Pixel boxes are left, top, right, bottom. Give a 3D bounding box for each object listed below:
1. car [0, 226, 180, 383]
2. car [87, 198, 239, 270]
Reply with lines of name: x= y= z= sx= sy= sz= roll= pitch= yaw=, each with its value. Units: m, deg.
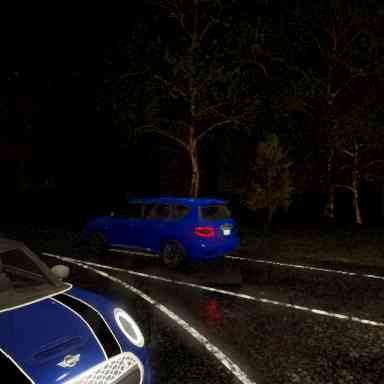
car: x=-2.619 y=1.338 z=3.748 sx=4.553 sy=1.767 sz=2.097 roll=1 pitch=0 yaw=35
car: x=-1.178 y=1.214 z=10.968 sx=5.566 sy=2.045 sz=2.150 roll=0 pitch=0 yaw=36
